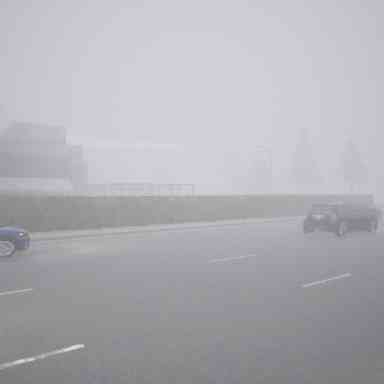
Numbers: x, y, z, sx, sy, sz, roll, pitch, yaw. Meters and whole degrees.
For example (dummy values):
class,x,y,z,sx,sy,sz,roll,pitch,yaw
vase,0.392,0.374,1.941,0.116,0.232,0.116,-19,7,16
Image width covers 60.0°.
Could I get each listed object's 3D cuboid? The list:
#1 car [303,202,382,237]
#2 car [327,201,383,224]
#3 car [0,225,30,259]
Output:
class,x,y,z,sx,sy,sz,roll,pitch,yaw
car,8.147,1.352,18.153,4.553,1.767,2.097,0,0,-35
car,12.853,1.491,25.829,4.902,1.511,2.128,0,0,-36
car,-8.079,1.477,10.882,5.008,1.535,1.882,0,0,-35
